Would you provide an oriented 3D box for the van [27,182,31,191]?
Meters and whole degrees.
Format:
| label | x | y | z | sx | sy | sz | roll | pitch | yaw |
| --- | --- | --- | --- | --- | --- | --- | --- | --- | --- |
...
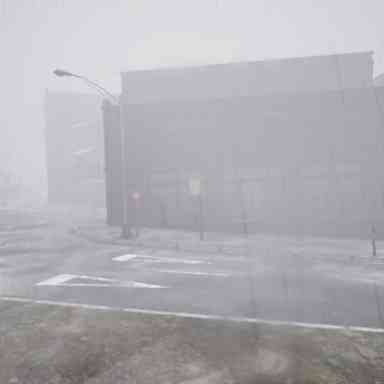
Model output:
| label | x | y | z | sx | sy | sz | roll | pitch | yaw |
| --- | --- | --- | --- | --- | --- | --- | --- | --- | --- |
| van | -40.410 | -0.640 | 76.945 | 4.442 | 1.987 | 1.878 | -3 | 5 | -33 |

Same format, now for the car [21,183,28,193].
| label | x | y | z | sx | sy | sz | roll | pitch | yaw |
| --- | --- | --- | --- | --- | --- | --- | --- | --- | --- |
| car | -38.929 | -0.275 | 71.077 | 5.566 | 2.045 | 2.435 | -3 | 5 | -33 |

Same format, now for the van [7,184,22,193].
| label | x | y | z | sx | sy | sz | roll | pitch | yaw |
| --- | --- | --- | --- | --- | --- | --- | --- | --- | --- |
| van | -38.109 | -0.059 | 68.209 | 4.442 | 1.987 | 1.878 | -3 | 4 | -33 |

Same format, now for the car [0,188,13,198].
| label | x | y | z | sx | sy | sz | roll | pitch | yaw |
| --- | --- | --- | --- | --- | --- | --- | --- | --- | --- |
| car | -36.794 | 0.606 | 62.247 | 4.674 | 1.452 | 2.002 | -3 | 5 | -33 |

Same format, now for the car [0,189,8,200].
| label | x | y | z | sx | sy | sz | roll | pitch | yaw |
| --- | --- | --- | --- | --- | --- | --- | --- | --- | --- |
| car | -36.102 | 0.765 | 59.289 | 4.892 | 1.521 | 2.231 | -3 | 4 | -33 |

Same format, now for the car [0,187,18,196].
| label | x | y | z | sx | sy | sz | roll | pitch | yaw |
| --- | --- | --- | --- | --- | --- | --- | --- | --- | --- |
| car | -37.654 | 0.374 | 65.098 | 5.366 | 1.575 | 1.946 | -3 | 5 | -33 |

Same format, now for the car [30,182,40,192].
| label | x | y | z | sx | sy | sz | roll | pitch | yaw |
| --- | --- | --- | --- | --- | --- | --- | --- | --- | --- |
| car | -41.701 | -1.067 | 82.944 | 5.566 | 2.045 | 2.435 | -3 | 4 | -33 |
